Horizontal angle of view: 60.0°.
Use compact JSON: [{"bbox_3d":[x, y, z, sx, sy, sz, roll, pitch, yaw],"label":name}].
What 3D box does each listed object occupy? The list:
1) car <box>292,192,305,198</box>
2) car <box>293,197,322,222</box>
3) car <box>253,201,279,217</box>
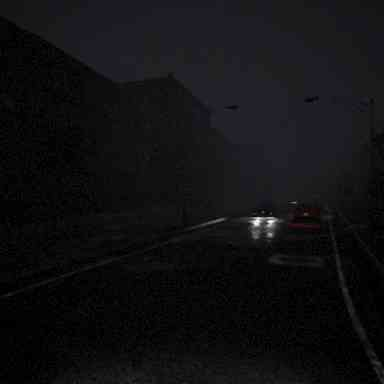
[{"bbox_3d":[22.333,0.938,69.478,2.150,2.045,5.566,0,0,22],"label":"car"},{"bbox_3d":[9.285,1.478,26.802,1.882,1.535,5.008,0,0,22],"label":"car"},{"bbox_3d":[6.932,1.569,30.909,1.994,1.385,4.181,0,0,22],"label":"car"}]
